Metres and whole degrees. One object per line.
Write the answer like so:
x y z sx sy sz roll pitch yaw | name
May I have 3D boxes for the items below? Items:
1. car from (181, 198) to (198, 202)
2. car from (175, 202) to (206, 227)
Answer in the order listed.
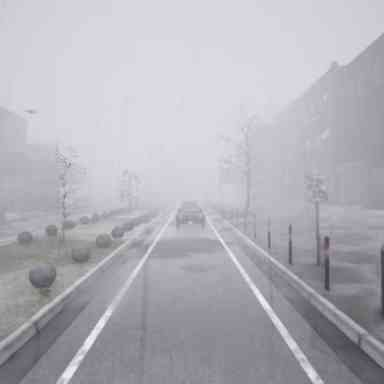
-0.307 1.446 41.228 1.882 1.535 5.008 0 0 -1 | car
-0.117 1.580 22.653 1.895 1.301 4.718 0 0 -1 | car
